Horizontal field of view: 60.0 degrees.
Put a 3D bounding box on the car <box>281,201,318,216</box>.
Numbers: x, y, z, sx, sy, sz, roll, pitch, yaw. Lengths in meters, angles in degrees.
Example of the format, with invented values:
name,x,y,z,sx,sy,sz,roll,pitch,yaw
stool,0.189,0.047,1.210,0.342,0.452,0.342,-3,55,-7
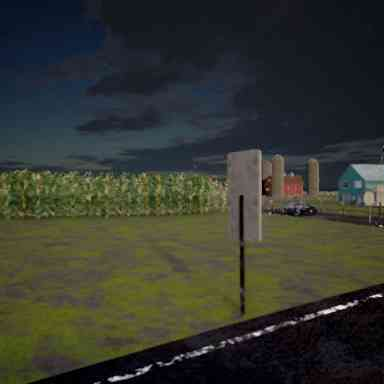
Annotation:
name,x,y,z,sx,sy,sz,roll,pitch,yaw
car,10.917,1.667,33.935,1.994,1.385,4.181,0,0,-16
